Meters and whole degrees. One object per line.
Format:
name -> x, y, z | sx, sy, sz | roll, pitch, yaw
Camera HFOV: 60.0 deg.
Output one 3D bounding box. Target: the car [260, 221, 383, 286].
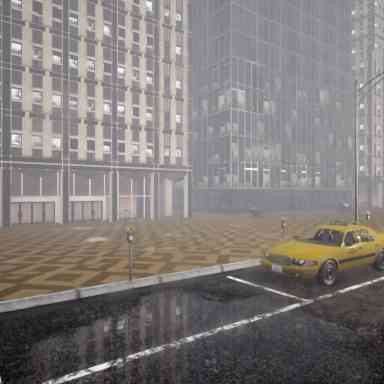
car -> 4.002, 1.526, 9.431 | 4.829, 1.417, 1.752 | 0, 0, -36
